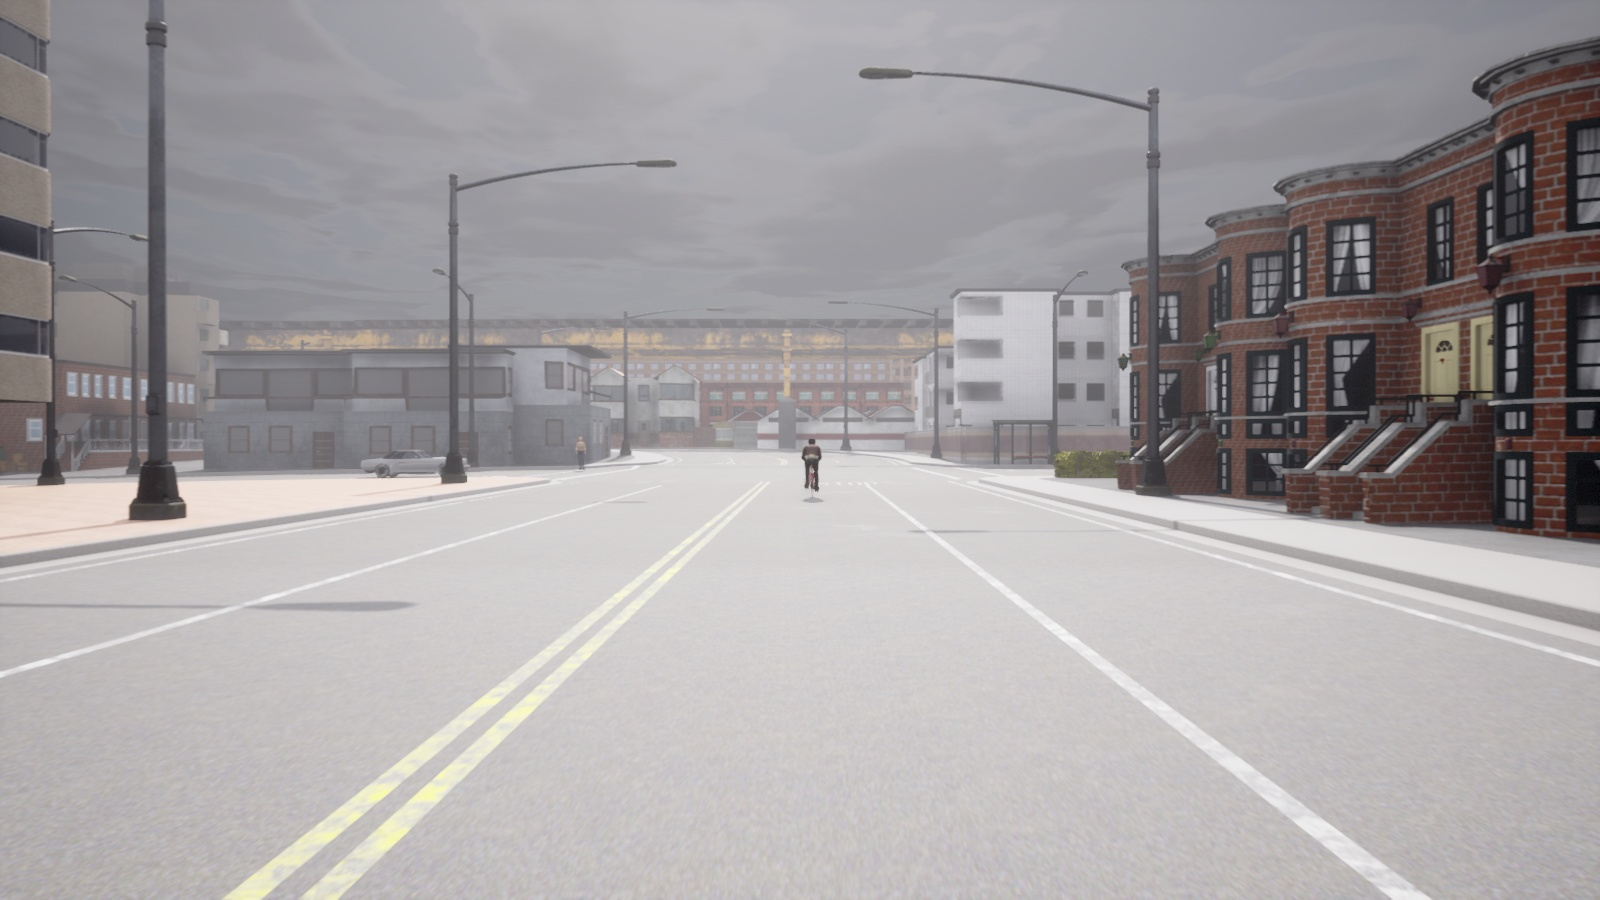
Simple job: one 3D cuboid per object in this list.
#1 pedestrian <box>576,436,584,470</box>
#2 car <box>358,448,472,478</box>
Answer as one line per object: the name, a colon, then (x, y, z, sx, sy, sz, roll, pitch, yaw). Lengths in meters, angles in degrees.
pedestrian: (-11.817, 0.141, 67.514, 0.345, 1.836, 0.594, 0, 0, -4)
car: (-18.023, 0.608, 58.930, 4.718, 1.301, 1.895, -1, 0, -1)
